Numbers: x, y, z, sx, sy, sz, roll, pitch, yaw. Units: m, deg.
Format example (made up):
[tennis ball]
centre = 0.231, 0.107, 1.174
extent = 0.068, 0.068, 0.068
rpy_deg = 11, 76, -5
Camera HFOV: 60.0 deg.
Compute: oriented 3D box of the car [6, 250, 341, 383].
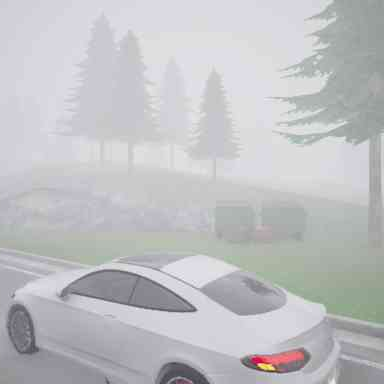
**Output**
[car]
centre = -0.583, 1.526, 4.407
extent = 4.674, 1.442, 1.812
rpy_deg = 0, 0, 35
